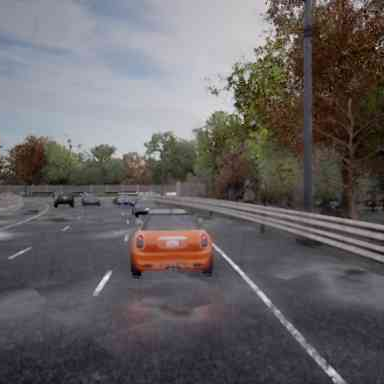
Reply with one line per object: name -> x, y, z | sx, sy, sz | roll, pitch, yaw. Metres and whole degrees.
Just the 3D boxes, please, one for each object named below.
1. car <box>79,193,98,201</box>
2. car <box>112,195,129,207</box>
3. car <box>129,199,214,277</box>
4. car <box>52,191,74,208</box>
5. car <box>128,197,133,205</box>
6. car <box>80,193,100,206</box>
car -> -19.338, 0.891, 61.782 | 2.128, 1.511, 4.902 | 0, 1, -33
car -> -9.020, 1.119, 42.998 | 2.033, 1.411, 5.357 | 0, 1, -23
car -> -0.670, 1.246, 10.169 | 2.097, 1.767, 4.553 | 0, 1, -5
car -> -15.723, 0.832, 40.868 | 2.150, 2.045, 5.566 | 0, 1, -24
car -> -3.976, 1.283, 27.800 | 1.994, 1.385, 4.181 | 0, 1, -14
car -> -13.634, 1.131, 44.534 | 1.994, 1.385, 4.181 | 0, 1, -24
